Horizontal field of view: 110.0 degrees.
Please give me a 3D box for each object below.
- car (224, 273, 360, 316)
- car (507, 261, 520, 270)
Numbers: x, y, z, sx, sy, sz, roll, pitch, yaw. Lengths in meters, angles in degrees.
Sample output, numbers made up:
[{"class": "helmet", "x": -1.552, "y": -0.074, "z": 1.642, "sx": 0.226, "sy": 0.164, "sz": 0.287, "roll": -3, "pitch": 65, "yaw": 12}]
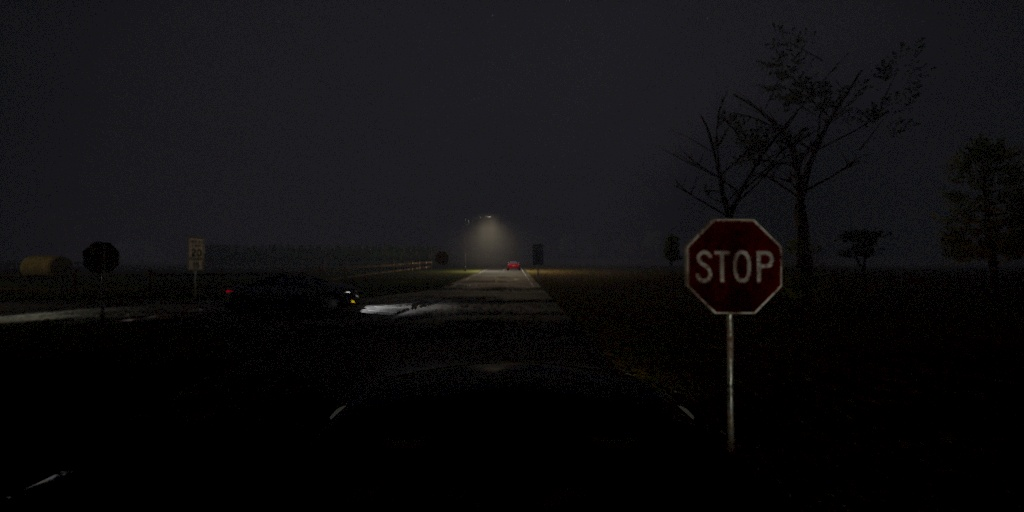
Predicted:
[{"class": "car", "x": -7.874, "y": 1.337, "z": 13.172, "sx": 4.181, "sy": 1.385, "sz": 1.994, "roll": 0, "pitch": -1, "yaw": -16}, {"class": "car", "x": 0.263, "y": 1.452, "z": 56.648, "sx": 1.994, "sy": 1.385, "sz": 4.181, "roll": 0, "pitch": 0, "yaw": 0}]
